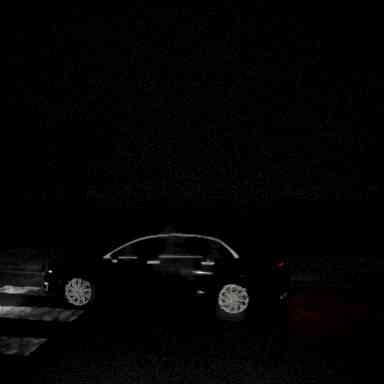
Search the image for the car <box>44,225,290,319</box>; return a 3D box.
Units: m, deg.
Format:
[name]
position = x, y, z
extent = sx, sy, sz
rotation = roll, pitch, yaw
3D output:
[car]
position = -0.527, 1.461, 6.857
extent = 4.892, 1.490, 1.837
rotation = 0, 1, 8
